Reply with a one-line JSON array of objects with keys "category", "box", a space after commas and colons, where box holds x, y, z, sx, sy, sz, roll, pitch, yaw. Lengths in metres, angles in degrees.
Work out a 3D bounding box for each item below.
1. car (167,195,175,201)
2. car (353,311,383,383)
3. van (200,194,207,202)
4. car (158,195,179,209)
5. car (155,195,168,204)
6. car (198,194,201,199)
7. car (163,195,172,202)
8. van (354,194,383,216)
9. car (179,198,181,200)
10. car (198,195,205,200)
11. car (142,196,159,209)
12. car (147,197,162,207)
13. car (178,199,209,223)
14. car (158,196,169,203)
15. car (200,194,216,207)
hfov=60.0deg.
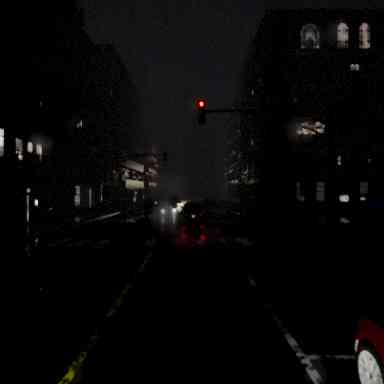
[{"category": "car", "box": [-5.697, 1.585, 89.721, 1.802, 1.307, 4.206, -1, 0, 0]}, {"category": "car", "box": [2.682, 1.543, 2.021, 1.887, 1.381, 4.507, 0, 0, 0]}, {"category": "van", "box": [2.681, 1.337, 78.660, 1.690, 1.788, 3.998, -1, 0, 0]}, {"category": "car", "box": [-3.096, 1.511, 45.132, 1.812, 1.442, 4.674, 0, 0, 0]}, {"category": "car", "box": [-5.699, 1.429, 62.081, 1.967, 1.590, 4.097, -1, 0, 0]}, {"category": "car", "box": [2.683, 1.542, 67.604, 2.008, 1.369, 4.403, -1, 0, 0]}, {"category": "car", "box": [-5.698, 1.521, 78.495, 1.752, 1.417, 4.829, -1, 0, 0]}, {"category": "van", "box": [15.641, 1.021, 27.592, 3.998, 1.788, 1.690, -1, 1, -1]}, {"category": "car", "box": [-3.062, 1.515, 61.549, 1.812, 1.442, 4.674, 0, 0, 0]}, {"category": "car", "box": [2.683, 1.552, 95.244, 1.887, 1.381, 4.507, -1, 0, 0]}, {"category": "car", "box": [-5.697, 1.537, 45.498, 2.008, 1.369, 4.403, 0, 0, 0]}, {"category": "car", "box": [-5.698, 1.553, 51.025, 1.947, 1.339, 4.313, 0, 0, 0]}, {"category": "car", "box": [0.094, 1.512, 25.644, 1.812, 1.442, 4.674, 0, 0, 0]}, {"category": "car", "box": [-5.698, 1.573, 67.610, 1.802, 1.307, 4.206, -1, 0, 0]}, {"category": "car", "box": [2.681, 1.427, 51.021, 1.967, 1.590, 4.097, -1, 0, 0]}]
